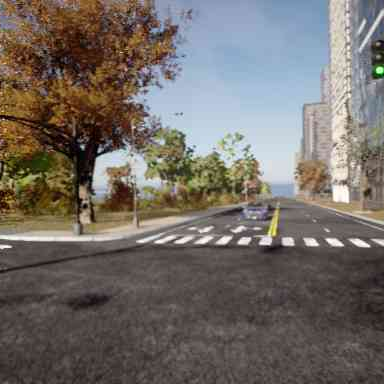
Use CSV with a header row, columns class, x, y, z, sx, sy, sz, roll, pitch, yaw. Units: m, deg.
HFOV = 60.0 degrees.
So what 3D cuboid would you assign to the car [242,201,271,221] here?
class,x,y,z,sx,sy,sz,roll,pitch,yaw
car,5.817,1.632,30.276,2.097,1.767,4.553,-1,-1,15
